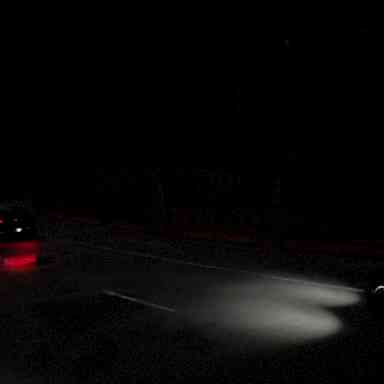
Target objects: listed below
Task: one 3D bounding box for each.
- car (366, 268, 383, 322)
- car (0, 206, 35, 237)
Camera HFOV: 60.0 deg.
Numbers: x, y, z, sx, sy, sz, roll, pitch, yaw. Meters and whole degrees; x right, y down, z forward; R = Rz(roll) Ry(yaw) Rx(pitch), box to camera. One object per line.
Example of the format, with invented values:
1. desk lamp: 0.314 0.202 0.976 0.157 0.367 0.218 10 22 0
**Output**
1. car: 5.084 1.525 4.675 4.674 1.442 1.812 0 0 36
2. car: -9.695 1.494 17.131 1.837 1.490 4.892 0 0 -45
